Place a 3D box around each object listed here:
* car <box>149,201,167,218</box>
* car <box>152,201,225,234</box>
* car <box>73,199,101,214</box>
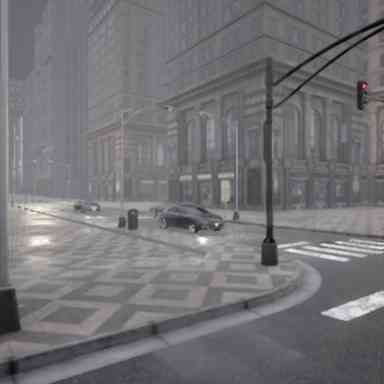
[{"bbox_3d":[-1.766,1.497,27.452,2.128,1.511,4.902,0,0,-37],"label":"car"},{"bbox_3d":[-0.152,1.516,19.527,1.837,1.490,4.892,0,0,-37],"label":"car"},{"bbox_3d":[-11.134,1.480,35.093,2.128,1.511,4.902,0,0,-35],"label":"car"}]
